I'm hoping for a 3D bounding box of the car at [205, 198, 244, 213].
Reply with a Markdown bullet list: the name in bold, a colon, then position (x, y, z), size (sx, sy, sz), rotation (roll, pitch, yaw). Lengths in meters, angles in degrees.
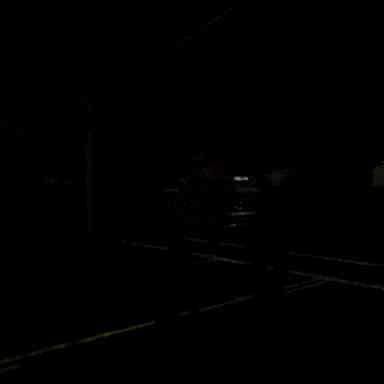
- **car**: position (3.377, 1.375, 35.354), size (1.837, 1.490, 4.892), rotation (-1, 1, -37)
